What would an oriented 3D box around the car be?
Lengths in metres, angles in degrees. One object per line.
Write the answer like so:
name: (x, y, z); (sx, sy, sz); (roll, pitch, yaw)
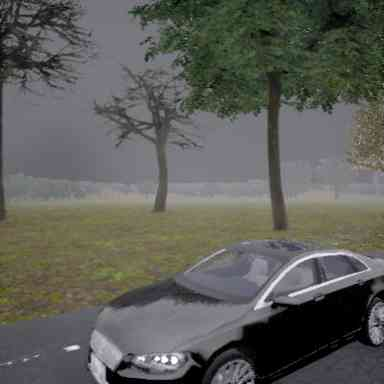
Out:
car: (1.059, 1.501, 4.744); (4.902, 1.511, 2.128); (0, 0, -35)
